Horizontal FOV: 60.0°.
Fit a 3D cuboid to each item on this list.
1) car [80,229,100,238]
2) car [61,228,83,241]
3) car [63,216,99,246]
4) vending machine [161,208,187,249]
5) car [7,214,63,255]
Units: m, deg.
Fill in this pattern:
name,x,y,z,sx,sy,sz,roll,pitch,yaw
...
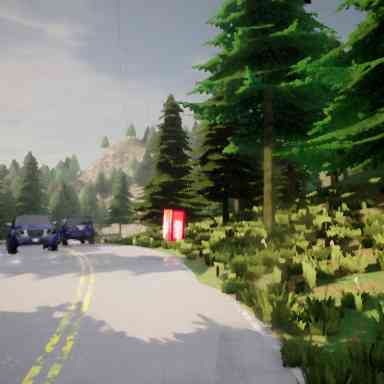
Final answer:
name,x,y,z,sx,sy,sz,roll,pitch,yaw
car,-18.321,7.515,59.926,1.837,1.490,4.892,0,-7,4
car,-14.387,5.170,40.149,1.812,1.442,4.674,0,-7,-12
car,-8.927,2.959,25.183,2.150,2.045,5.566,1,-8,-29
vending machine,-0.986,1.974,18.132,1.100,2.100,0.880,4,-4,-26
car,-8.802,2.229,18.240,2.150,2.045,5.566,1,-7,-30
